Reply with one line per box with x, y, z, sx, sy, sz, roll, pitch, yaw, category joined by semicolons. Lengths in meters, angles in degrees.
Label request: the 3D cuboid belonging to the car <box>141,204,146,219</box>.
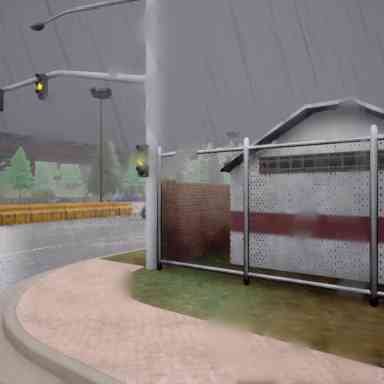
-2.168;1.352;28.297;2.097;1.767;4.553;0;0;34;car

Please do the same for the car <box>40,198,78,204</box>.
-15.880;1.505;39.628;1.837;1.490;4.892;0;0;34;car
